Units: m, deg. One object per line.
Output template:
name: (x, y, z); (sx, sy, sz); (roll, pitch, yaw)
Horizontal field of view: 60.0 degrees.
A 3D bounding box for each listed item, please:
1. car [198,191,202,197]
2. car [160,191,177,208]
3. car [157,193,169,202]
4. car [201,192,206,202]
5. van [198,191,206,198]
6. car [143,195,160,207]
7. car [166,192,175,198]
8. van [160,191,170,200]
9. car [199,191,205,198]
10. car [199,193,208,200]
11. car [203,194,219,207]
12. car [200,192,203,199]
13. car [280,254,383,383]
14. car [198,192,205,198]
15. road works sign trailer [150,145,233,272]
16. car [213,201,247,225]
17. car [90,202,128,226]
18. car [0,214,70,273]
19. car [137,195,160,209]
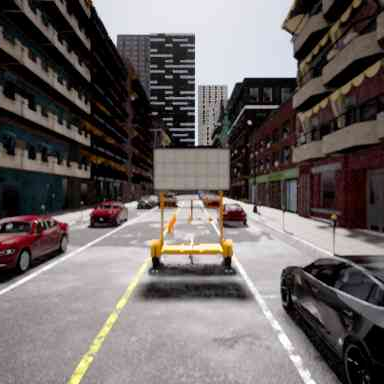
car: (2.542, 0.927, 67.448); (1.752, 1.417, 4.829); (0, 0, 0)
car: (-2.865, 0.988, 39.707); (2.097, 1.767, 4.553); (0, 1, 0)
car: (-5.335, 0.994, 61.576); (1.887, 1.381, 4.507); (1, 0, 0)
car: (2.553, 1.139, 44.522); (1.887, 1.381, 4.507); (1, 0, 0)
van: (2.536, 0.613, 84.345); (1.690, 1.788, 3.998); (0, 0, 0)
car: (-5.327, 1.121, 44.337); (1.752, 1.417, 4.829); (1, 1, 0)
car: (-5.346, 0.817, 84.334); (1.887, 1.381, 4.507); (0, 0, 0)
van: (-5.336, 0.744, 67.263); (1.690, 1.788, 3.998); (1, 0, 0)
car: (2.548, 1.020, 56.070); (1.752, 1.417, 4.829); (0, 0, 0)
car: (2.539, 0.940, 72.968); (1.802, 1.307, 4.206); (0, 0, 0)
car: (2.555, 1.226, 38.832); (1.802, 1.307, 4.206); (1, 1, 0)
car: (2.550, 1.089, 50.211); (1.887, 1.381, 4.507); (1, 0, 0)
car: (2.570, 1.520, 4.696); (1.947, 1.339, 4.313); (1, 1, 0)
car: (2.532, 0.754, 90.207); (1.752, 1.417, 4.829); (0, 0, 0)
road works sign trailer: (-0.004, 0.364, 10.363); (2.380, 3.560, 2.880); (0, 1, 0)
car: (2.562, 1.377, 21.763); (1.802, 1.307, 4.206); (1, 1, 0)
car: (-5.317, 1.340, 21.748); (1.887, 1.381, 4.507); (1, 1, 0)
car: (-5.312, 1.445, 10.370); (1.887, 1.381, 4.507); (1, 1, 0)
car: (-5.325, 1.195, 38.817); (2.008, 1.369, 4.403); (1, 1, 0)
